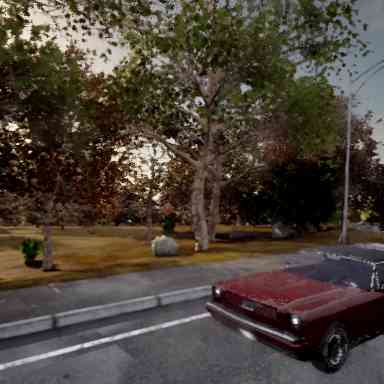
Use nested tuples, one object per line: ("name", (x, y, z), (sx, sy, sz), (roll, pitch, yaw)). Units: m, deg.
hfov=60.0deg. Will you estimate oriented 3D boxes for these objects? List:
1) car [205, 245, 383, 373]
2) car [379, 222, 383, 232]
("car", (2.555, 1.688, 5.844), (4.718, 1.301, 1.895), (2, -1, -36))
("car", (19.309, 3.204, 30.632), (2.033, 1.411, 5.357), (3, -2, 4))
